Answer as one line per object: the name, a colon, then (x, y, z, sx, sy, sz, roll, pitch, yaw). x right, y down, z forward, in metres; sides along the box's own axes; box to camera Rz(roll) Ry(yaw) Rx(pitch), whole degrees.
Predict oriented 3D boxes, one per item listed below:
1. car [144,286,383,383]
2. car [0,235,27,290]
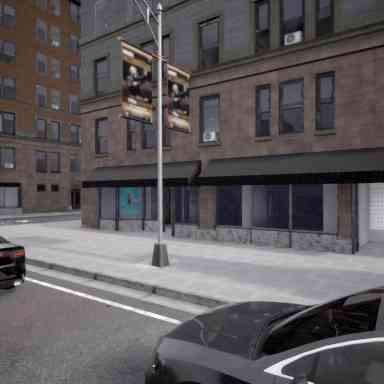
car: (1.805, 1.505, 2.400, 4.892, 1.490, 1.837, 0, 0, 35)
car: (-5.929, 1.477, 7.890, 5.008, 1.535, 1.882, 0, 0, 35)
